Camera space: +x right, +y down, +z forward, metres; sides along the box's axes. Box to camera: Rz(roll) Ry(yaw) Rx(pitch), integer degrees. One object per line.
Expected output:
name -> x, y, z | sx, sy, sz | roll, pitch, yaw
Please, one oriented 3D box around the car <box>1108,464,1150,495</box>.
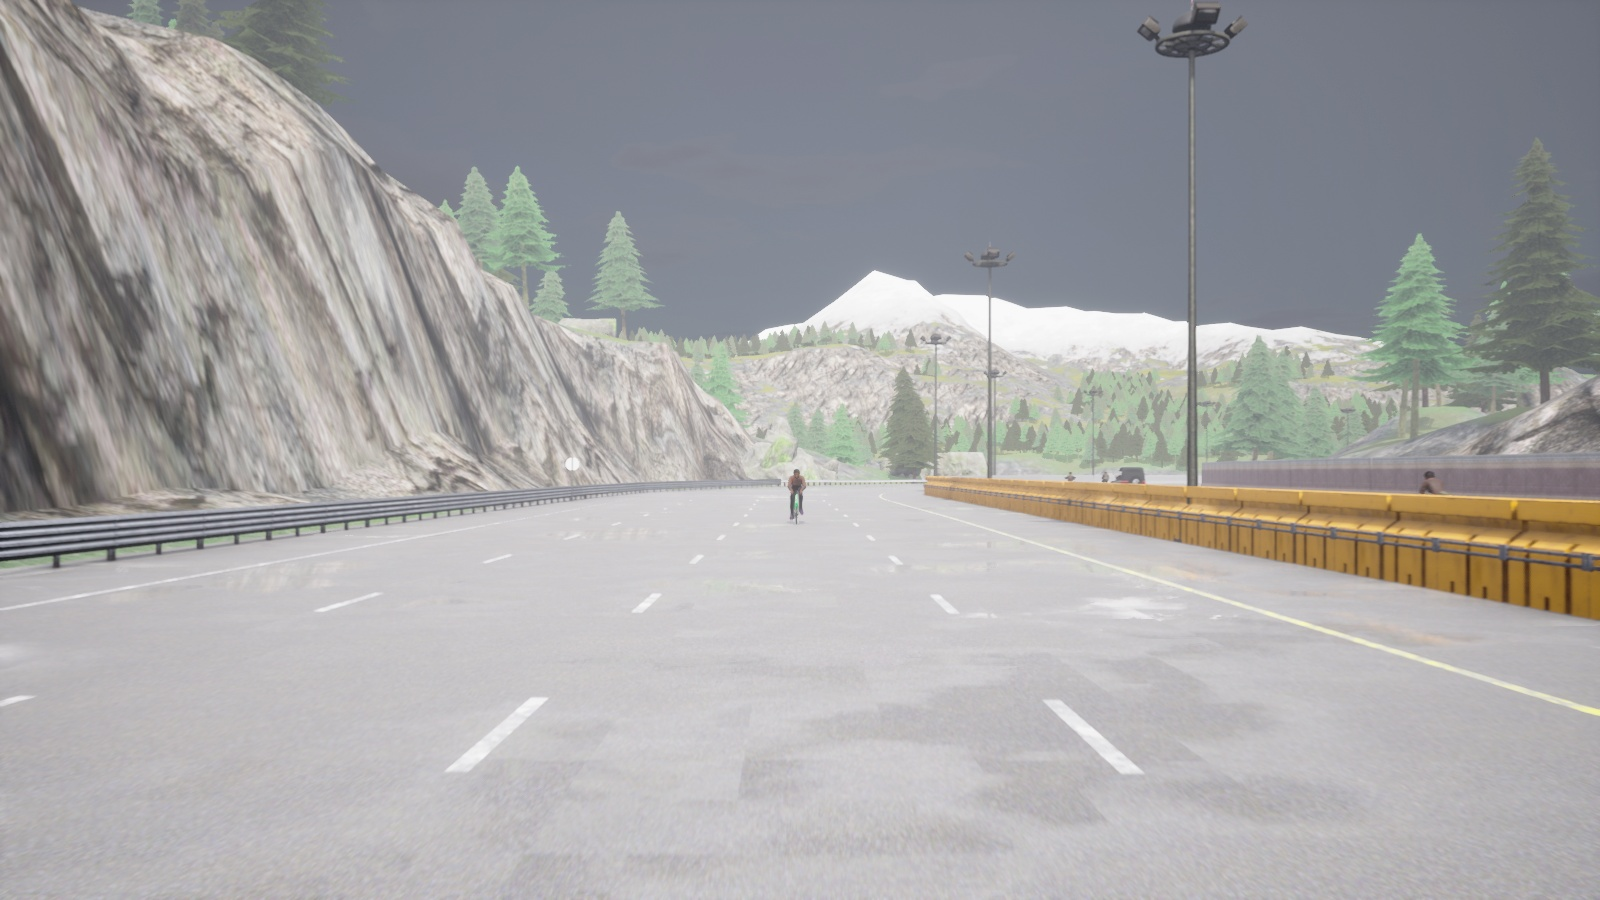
car -> 20.934, 1.866, 80.014 | 1.905, 1.878, 3.866 | 0, -1, 4
